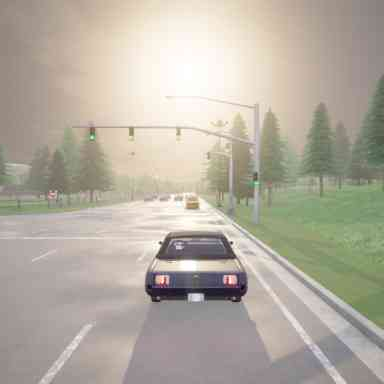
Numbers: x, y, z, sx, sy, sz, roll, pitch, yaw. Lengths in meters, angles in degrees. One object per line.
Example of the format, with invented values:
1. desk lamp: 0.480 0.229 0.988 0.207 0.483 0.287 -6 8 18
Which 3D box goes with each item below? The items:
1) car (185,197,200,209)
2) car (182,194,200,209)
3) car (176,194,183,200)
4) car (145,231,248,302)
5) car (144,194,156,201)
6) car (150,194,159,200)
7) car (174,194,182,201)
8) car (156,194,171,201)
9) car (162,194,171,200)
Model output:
1. car: 0.075 1.576 49.853 2.033 1.411 5.357 -1 1 0
2. car: -0.017 1.077 46.404 1.882 1.535 5.008 -3 17 -2
3. car: -3.317 1.356 90.900 1.812 1.442 4.674 0 0 0
4. car: 0.095 1.601 8.185 1.895 1.301 4.718 0 0 1
5. car: -10.338 1.531 80.494 2.033 1.411 5.357 0 0 0
6. car: -10.317 1.331 90.914 1.837 1.490 4.892 0 0 0
7. car: -3.337 1.544 80.896 1.994 1.385 4.181 0 0 0
8. car: -6.838 1.531 80.487 2.033 1.411 5.357 0 0 0
9. car: -6.817 1.371 90.907 2.033 1.411 5.357 0 0 0
